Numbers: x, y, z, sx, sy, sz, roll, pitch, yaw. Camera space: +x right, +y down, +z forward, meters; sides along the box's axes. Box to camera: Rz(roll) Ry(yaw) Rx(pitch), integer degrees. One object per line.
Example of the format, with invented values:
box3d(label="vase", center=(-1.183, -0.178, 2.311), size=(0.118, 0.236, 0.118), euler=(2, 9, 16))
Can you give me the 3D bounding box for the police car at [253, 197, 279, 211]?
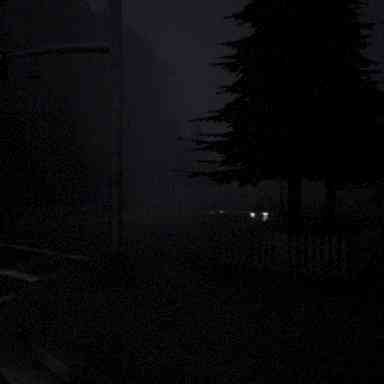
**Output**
box3d(label="police car", center=(9.113, 1.454, 40.880), size=(1.930, 1.638, 5.238), euler=(0, 0, 34))
